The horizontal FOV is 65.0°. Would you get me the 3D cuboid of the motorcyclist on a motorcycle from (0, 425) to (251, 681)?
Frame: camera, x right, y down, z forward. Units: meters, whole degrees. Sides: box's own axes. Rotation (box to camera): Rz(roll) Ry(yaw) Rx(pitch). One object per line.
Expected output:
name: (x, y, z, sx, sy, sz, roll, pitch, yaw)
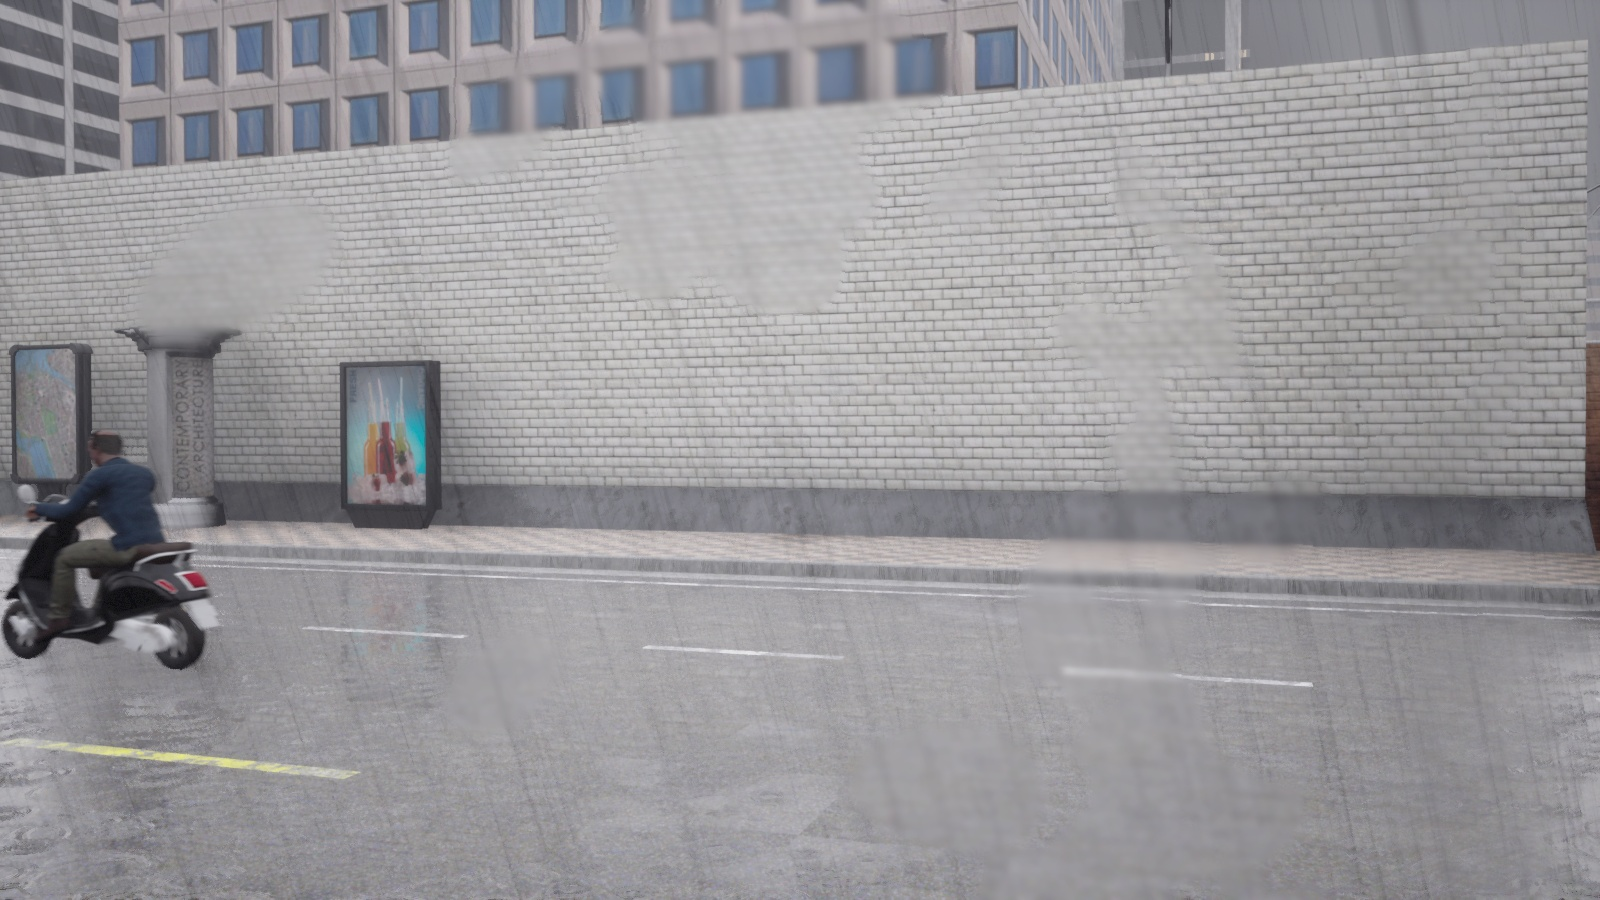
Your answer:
motorcyclist on a motorcycle: (-4.762, 0.626, 8.484, 1.817, 1.590, 0.866, 1, 1, 19)
